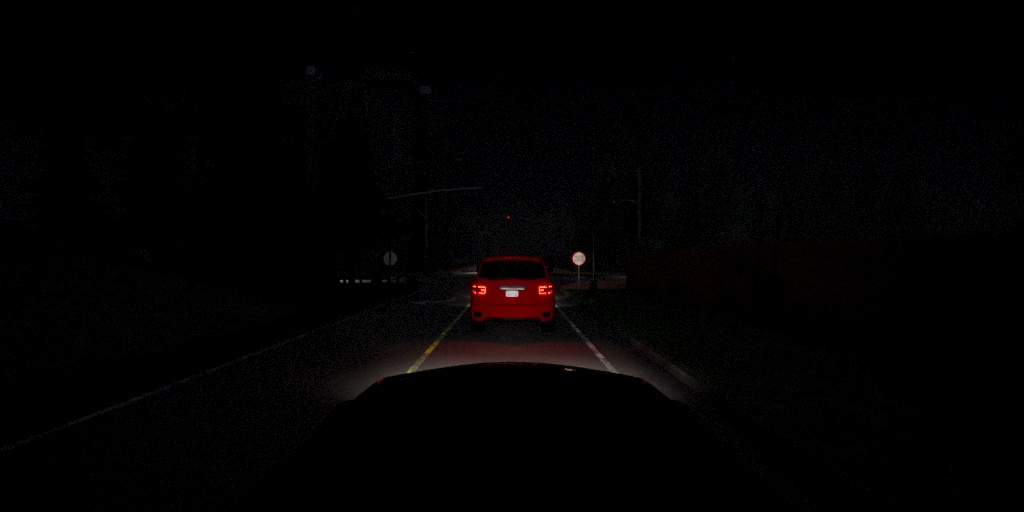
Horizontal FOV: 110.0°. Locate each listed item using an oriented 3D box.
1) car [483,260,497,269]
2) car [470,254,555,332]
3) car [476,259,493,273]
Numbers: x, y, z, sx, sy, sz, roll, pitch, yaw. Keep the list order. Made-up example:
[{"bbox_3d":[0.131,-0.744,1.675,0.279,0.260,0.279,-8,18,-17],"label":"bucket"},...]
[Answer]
[{"bbox_3d":[-3.512,1.314,58.718,1.994,1.385,4.181,0,0,0],"label":"car"},{"bbox_3d":[0.053,0.971,11.005,2.150,2.045,5.566,0,0,1],"label":"car"},{"bbox_3d":[-3.501,1.228,45.674,1.882,1.535,5.008,0,0,-1],"label":"car"}]
